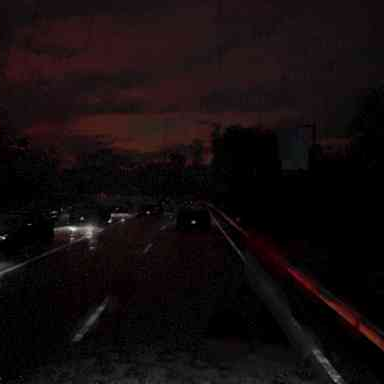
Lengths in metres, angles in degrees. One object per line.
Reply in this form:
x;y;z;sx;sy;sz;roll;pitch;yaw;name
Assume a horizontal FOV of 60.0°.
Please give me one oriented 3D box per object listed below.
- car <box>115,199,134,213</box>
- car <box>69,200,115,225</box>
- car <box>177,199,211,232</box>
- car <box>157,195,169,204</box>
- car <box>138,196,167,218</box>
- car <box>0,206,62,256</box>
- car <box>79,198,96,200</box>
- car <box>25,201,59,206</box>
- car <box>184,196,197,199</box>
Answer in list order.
-7.025;1.348;33.185;1.994;1.385;4.181;0;1;0;car
-7.010;1.482;23.191;1.994;1.385;4.181;0;1;0;car
0.092;1.424;19.975;1.882;1.535;5.008;0;0;0;car
-4.338;1.077;48.312;1.895;1.301;4.718;0;1;-8;car
-3.415;1.385;28.201;1.812;1.442;4.674;0;1;0;car
-7.040;1.508;13.238;1.812;1.442;4.674;0;0;0;car
-10.527;1.330;33.251;2.033;1.411;5.357;0;1;0;car
-10.510;1.426;22.802;1.837;1.490;4.892;0;1;0;car
-0.168;1.209;39.827;2.033;1.411;5.357;0;1;-2;car
